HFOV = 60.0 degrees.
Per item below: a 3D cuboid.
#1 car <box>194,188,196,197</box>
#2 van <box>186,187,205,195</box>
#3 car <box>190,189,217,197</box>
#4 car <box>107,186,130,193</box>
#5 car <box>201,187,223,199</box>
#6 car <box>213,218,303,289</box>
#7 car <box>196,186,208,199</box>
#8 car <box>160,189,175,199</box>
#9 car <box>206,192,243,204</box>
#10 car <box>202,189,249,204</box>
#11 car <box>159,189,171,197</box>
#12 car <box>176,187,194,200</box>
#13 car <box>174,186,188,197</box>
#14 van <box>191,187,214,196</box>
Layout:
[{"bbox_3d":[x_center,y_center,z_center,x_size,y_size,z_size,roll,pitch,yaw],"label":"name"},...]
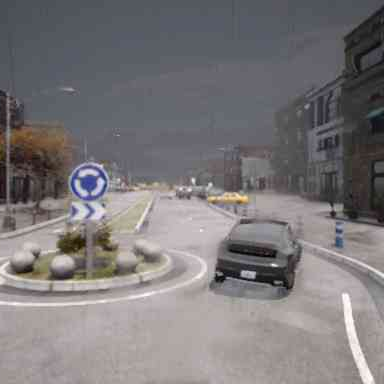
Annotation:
[{"bbox_3d":[3.258,0.402,55.141,5.008,1.535,2.097,0,1,-5],"label":"car"},{"bbox_3d":[0.842,-0.302,79.822,4.442,1.987,1.878,0,1,-5],"label":"van"},{"bbox_3d":[2.244,0.154,66.116,5.008,1.535,2.097,0,1,-5],"label":"car"},{"bbox_3d":[-20.832,-0.606,91.526,5.566,2.045,2.435,0,1,-5],"label":"car"},{"bbox_3d":[4.000,0.500,46.907,4.553,1.767,2.185,0,2,-5],"label":"car"},{"bbox_3d":[1.973,1.496,9.282,1.837,1.490,4.892,5,1,19],"label":"car"},{"bbox_3d":[3.806,0.296,49.651,5.566,2.045,2.435,0,2,-5],"label":"car"},{"bbox_3d":[-4.246,0.505,53.938,1.895,1.301,4.718,0,1,-5],"label":"car"},{"bbox_3d":[4.290,0.748,44.172,4.674,1.452,2.002,0,2,-5],"label":"car"},{"bbox_3d":[4.358,0.789,41.409,5.366,1.575,1.946,0,2,-5],"label":"car"},{"bbox_3d":[-5.224,0.166,63.852,2.128,1.511,4.902,0,1,-5],"label":"car"},{"bbox_3d":[-1.244,0.425,54.054,1.837,1.490,4.892,0,1,-5],"label":"car"},{"bbox_3d":[-2.237,0.179,64.131,2.128,1.511,4.902,0,1,-5],"label":"car"},{"bbox_3d":[2.110,-0.123,68.745,4.442,1.987,1.878,0,1,-5],"label":"van"}]
